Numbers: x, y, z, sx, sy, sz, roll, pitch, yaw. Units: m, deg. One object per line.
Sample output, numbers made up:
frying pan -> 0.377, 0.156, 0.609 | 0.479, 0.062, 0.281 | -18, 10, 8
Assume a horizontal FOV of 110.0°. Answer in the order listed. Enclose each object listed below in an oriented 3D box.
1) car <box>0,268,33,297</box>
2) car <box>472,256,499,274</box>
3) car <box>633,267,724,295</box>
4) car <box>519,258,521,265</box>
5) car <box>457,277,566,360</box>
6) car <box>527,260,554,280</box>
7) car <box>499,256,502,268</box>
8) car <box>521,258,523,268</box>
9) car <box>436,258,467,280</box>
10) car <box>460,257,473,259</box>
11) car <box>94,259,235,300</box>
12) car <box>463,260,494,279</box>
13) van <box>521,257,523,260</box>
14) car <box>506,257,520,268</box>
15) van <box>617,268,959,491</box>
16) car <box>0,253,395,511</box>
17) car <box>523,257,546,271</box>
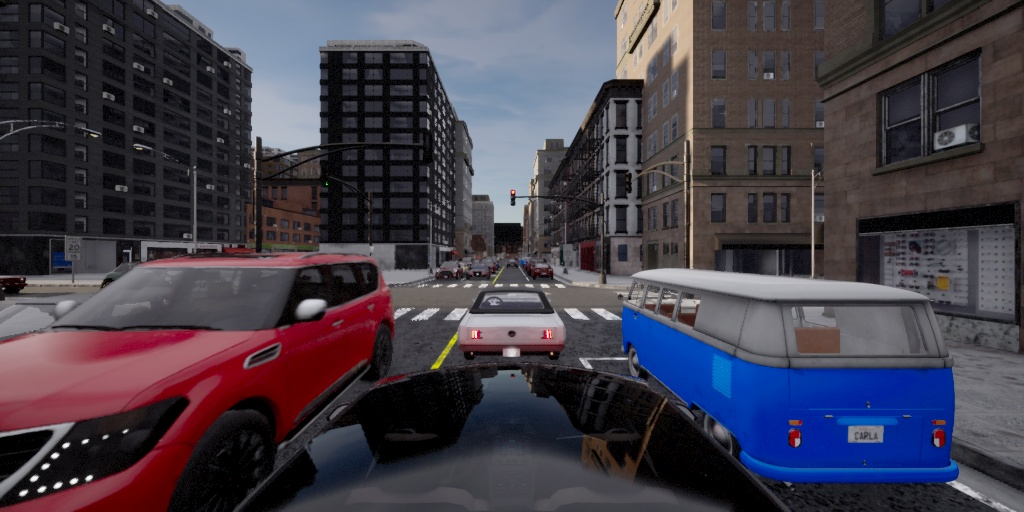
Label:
car -> -25.960, 1.215, 16.716 | 4.718, 1.301, 1.895 | 0, 0, 0
car -> -2.876, 1.100, 40.189 | 2.097, 1.767, 4.553 | 0, 0, 0
car -> 9.156, 1.370, 20.023 | 4.181, 1.385, 1.994 | 0, 0, 4
car -> 2.574, 1.309, 58.451 | 1.948, 1.339, 4.313 | 0, 0, 0
car -> -0.006, 1.351, 8.309 | 1.895, 1.301, 4.718 | 0, 0, 0
car -> 2.605, 1.294, 31.403 | 1.888, 1.381, 4.507 | 0, 0, 0
car -> -2.890, 1.099, 49.064 | 2.097, 1.767, 4.553 | 0, 0, 0
car -> 2.587, 1.292, 47.632 | 1.888, 1.381, 4.507 | 0, 0, 0
car -> -5.420, 1.188, 31.394 | 1.967, 1.591, 4.097 | 0, 0, 0
car -> -5.432, 1.062, 42.213 | 2.192, 1.841, 5.009 | 0, 0, 0
car -> -16.005, 1.022, 16.731 | 4.553, 1.767, 2.097 | 0, 0, 0
car -> -2.883, 1.313, 31.569 | 1.994, 1.385, 4.181 | 0, 0, -1
van -> 2.580, 1.086, 53.042 | 1.690, 1.789, 3.998 | 0, 0, 0
car -> 0.031, 1.268, 60.158 | 1.812, 1.442, 4.674 | 0, 0, 0
van -> 2.637, 1.091, 4.523 | 1.690, 1.789, 3.998 | 0, 0, 0
car -> -3.041, 0.971, 4.176 | 2.150, 2.045, 5.566 | 0, 0, -3
car -> 2.599, 1.063, 36.812 | 2.192, 1.841, 5.009 | 0, 0, 0
